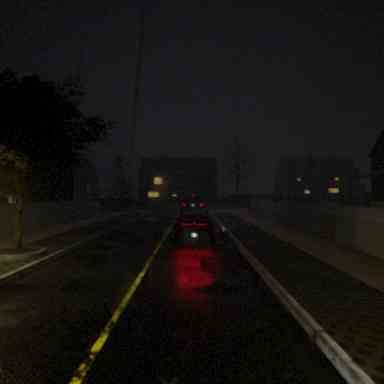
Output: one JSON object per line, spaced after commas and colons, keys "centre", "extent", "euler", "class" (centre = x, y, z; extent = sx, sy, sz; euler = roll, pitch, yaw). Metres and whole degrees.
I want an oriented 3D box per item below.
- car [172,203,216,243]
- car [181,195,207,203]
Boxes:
{"centre": [0.098, 1.521, 16.101], "extent": [1.837, 1.490, 4.892], "euler": [0, 0, 0], "class": "car"}
{"centre": [0.152, 1.269, 31.041], "extent": [2.150, 2.045, 5.566], "euler": [0, 0, 2], "class": "car"}
